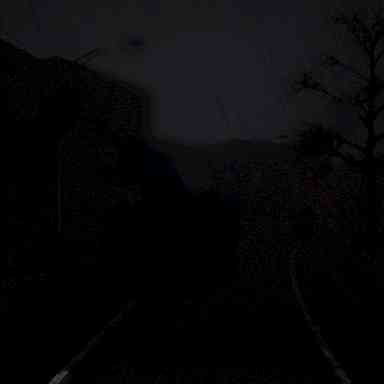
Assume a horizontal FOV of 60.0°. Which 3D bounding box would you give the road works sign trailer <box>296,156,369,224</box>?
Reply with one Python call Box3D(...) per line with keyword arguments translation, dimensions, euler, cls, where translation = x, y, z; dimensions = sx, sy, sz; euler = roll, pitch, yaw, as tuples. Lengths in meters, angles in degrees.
Box3D(translation=(7.725, 0.271, 18.357), dimensions=(2.380, 2.880, 3.560), euler=(-15, 47, -46), cls="road works sign trailer")
